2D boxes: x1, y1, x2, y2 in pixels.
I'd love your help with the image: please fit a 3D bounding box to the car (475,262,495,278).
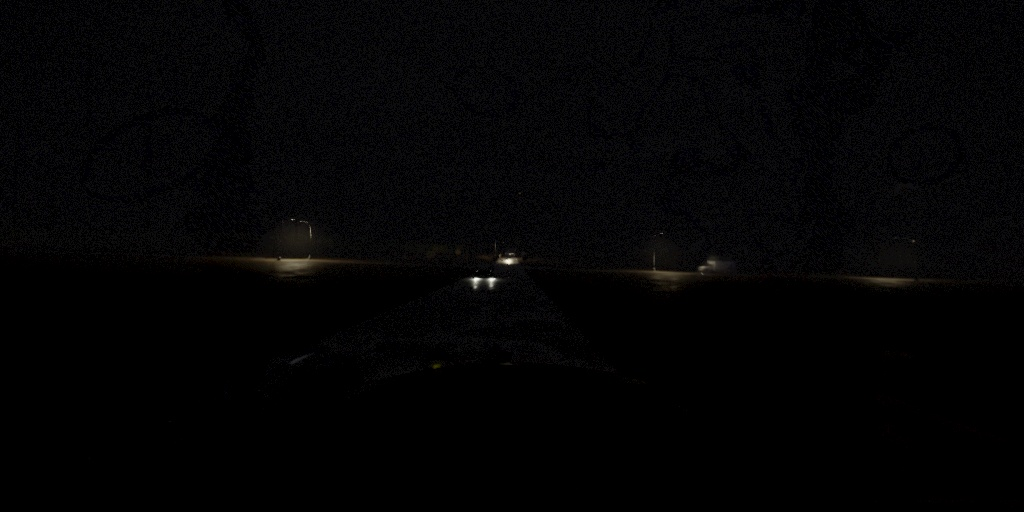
[{"bbox_3d":[-2.785,1.406,37.761,1.882,1.535,5.008,1,0,0],"label":"car"}]
